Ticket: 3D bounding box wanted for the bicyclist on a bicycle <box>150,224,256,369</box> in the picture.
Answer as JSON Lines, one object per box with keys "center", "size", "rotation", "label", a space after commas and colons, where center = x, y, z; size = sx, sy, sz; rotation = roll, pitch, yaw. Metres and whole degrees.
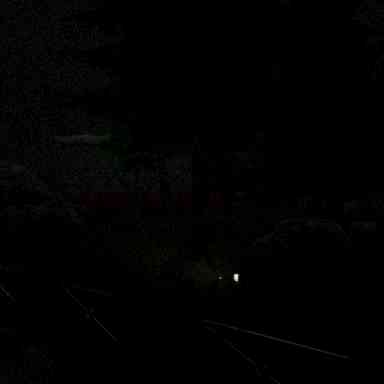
{"center": [0.047, 1.226, 4.122], "size": [1.656, 1.620, 0.582], "rotation": [-4, -6, 39], "label": "bicyclist on a bicycle"}
